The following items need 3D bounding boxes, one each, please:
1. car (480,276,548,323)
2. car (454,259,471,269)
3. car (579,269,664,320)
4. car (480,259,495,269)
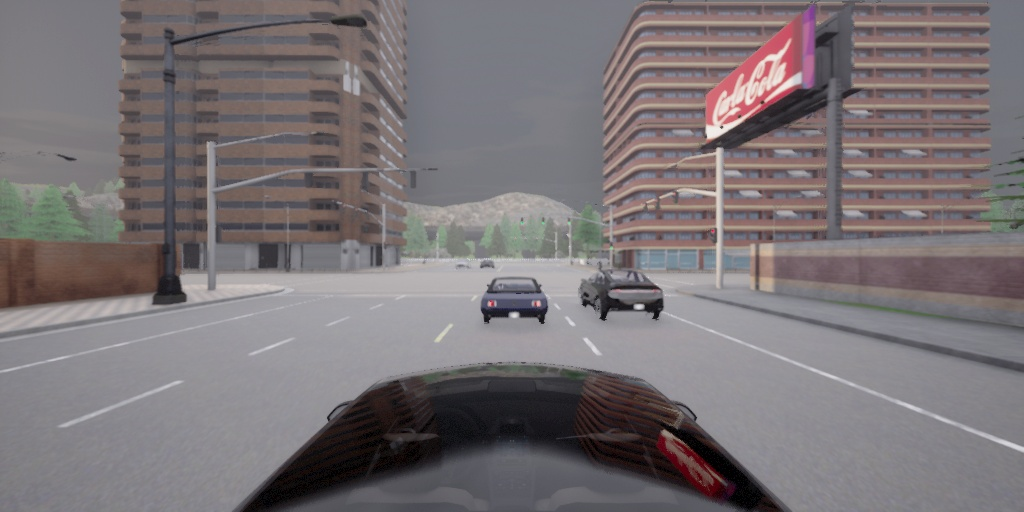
[{"bbox_3d":[0.075,1.320,11.979,1.895,1.301,4.718,0,0,0],"label":"car"},{"bbox_3d":[-7.063,1.126,51.804,1.812,1.442,4.674,0,0,0],"label":"car"},{"bbox_3d":[3.577,1.209,12.479,2.128,1.511,4.902,0,0,0],"label":"car"},{"bbox_3d":[-3.560,1.162,52.282,1.994,1.385,4.181,0,0,0],"label":"car"}]
